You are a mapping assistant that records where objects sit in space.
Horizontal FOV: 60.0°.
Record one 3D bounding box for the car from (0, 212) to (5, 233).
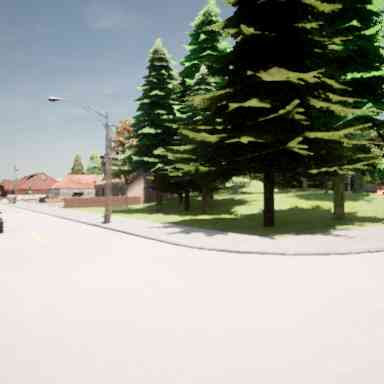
[{"bbox_3d":[-11.837,1.557,18.693,1.994,1.385,4.181,-1,0,-35],"label":"car"}]
